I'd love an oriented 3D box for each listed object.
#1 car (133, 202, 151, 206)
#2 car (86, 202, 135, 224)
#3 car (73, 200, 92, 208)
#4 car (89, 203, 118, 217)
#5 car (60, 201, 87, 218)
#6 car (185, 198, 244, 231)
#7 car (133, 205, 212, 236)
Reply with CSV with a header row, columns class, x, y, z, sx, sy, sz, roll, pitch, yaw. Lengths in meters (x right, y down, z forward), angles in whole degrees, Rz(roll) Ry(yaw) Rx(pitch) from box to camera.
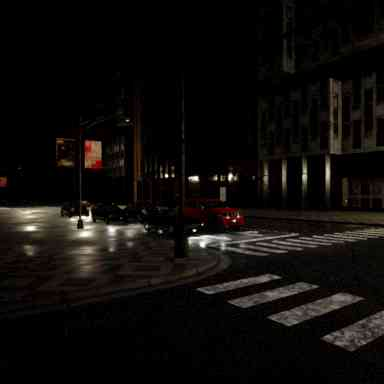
class,x,y,z,sx,sy,sz,roll,pitch,yaw
car,-4.582,1.716,30.686,2.097,1.767,4.553,0,-1,-36
car,-7.101,1.855,28.616,1.882,1.535,5.008,0,-1,-36
car,-21.964,2.405,66.459,2.033,1.411,5.357,0,-1,-36
car,-10.365,2.024,38.771,1.812,1.442,4.674,0,-1,-35
car,-13.012,1.866,36.887,2.097,1.767,4.553,0,-1,-35
car,1.074,1.455,22.822,2.150,2.045,5.566,0,-1,-34
car,-1.411,1.793,20.665,2.033,1.411,5.357,0,-1,-36
